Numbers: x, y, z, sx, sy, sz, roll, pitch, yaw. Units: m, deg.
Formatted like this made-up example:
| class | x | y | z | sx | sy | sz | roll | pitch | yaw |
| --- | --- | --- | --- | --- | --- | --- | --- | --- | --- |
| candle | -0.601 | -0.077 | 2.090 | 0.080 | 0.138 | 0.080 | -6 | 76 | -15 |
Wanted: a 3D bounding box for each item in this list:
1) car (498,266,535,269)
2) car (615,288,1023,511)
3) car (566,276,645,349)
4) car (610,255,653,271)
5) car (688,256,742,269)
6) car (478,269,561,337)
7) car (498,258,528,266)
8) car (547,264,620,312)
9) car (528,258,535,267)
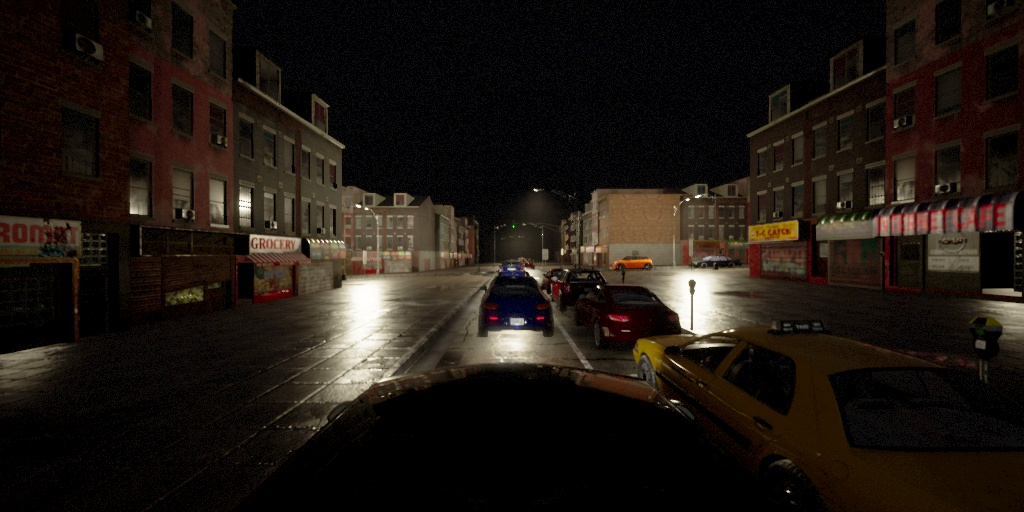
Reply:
| class | x | y | z | sx | sy | sz | roll | pitch | yaw |
| --- | --- | --- | --- | --- | --- | --- | --- | --- | --- |
| car | 0.091 | 1.354 | 17.693 | 1.895 | 1.301 | 4.718 | 0 | 0 | 0 |
| car | 2.637 | 1.275 | 3.543 | 1.751 | 1.417 | 4.829 | 0 | 0 | 0 |
| car | 2.632 | 1.331 | 8.840 | 1.802 | 1.307 | 4.207 | 0 | 0 | 0 |
| car | 13.323 | 0.725 | 40.291 | 4.553 | 1.767 | 2.097 | -1 | 0 | 0 |
| car | 22.810 | 0.674 | 40.320 | 5.357 | 1.411 | 2.033 | -1 | 0 | 0 |
| car | 0.066 | 1.275 | 10.159 | 1.812 | 1.442 | 4.674 | 0 | 0 | -1 |
| car | -0.051 | 1.121 | 29.218 | 2.097 | 1.767 | 4.553 | 0 | 0 | 0 |
| car | 2.627 | 1.191 | 14.306 | 1.967 | 1.591 | 4.097 | 0 | 0 | 0 |
| car | 2.589 | 1.295 | 57.113 | 1.967 | 1.591 | 4.097 | 0 | 0 | 0 |
